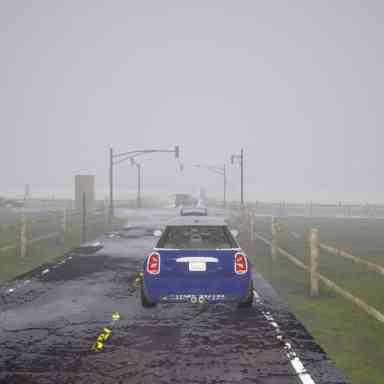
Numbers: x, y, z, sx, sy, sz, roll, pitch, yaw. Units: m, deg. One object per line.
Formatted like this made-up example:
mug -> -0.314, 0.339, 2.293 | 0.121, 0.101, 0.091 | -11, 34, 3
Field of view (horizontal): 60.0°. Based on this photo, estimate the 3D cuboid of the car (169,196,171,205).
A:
car -> -2.838, 1.237, 59.878 | 2.150, 2.045, 5.566 | 0, 0, 0

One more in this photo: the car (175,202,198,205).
car -> 0.091, 1.507, 17.234 | 1.837, 1.490, 4.892 | 0, 0, 0

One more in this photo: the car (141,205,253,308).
car -> 0.096, 1.353, 8.068 | 2.097, 1.767, 4.553 | 0, 0, 0

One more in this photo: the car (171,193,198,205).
car -> -0.789, 1.233, 48.173 | 2.150, 2.045, 5.566 | 0, 0, 16

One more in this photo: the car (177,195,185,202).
car -> -2.700, 1.549, 80.242 | 1.812, 1.442, 4.674 | 0, 0, 0

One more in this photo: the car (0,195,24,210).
car -> -21.053, 1.112, 36.349 | 5.008, 1.535, 1.882 | 1, 0, 0
